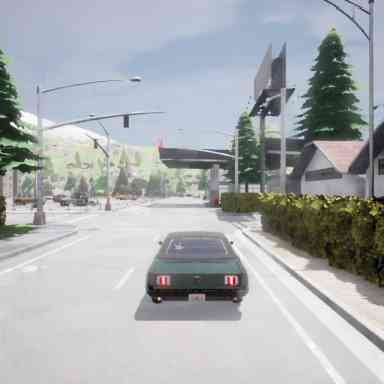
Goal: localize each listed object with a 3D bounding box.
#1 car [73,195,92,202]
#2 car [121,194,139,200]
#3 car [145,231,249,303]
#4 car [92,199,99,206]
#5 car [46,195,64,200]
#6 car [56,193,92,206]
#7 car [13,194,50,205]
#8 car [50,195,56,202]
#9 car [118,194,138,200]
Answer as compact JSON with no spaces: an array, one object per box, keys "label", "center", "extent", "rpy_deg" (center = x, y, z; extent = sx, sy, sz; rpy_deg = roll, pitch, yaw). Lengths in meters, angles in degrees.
[{"label":"car","center":[-23.999,1.320,73.041],"extent":[3.633,1.501,1.845],"rpy_deg":[0,0,0]},{"label":"car","center":[-16.457,1.340,88.064],"extent":[4.514,1.523,2.007],"rpy_deg":[0,0,0]},{"label":"car","center":[0.099,1.601,8.155],"extent":[1.895,1.301,4.718],"rpy_deg":[0,0,0]},{"label":"car","center":[-16.154,1.361,50.671],"extent":[3.806,1.475,1.970],"rpy_deg":[0,0,0]},{"label":"car","center":[-35.054,1.384,84.975],"extent":[3.806,1.475,1.970],"rpy_deg":[0,0,0]},{"label":"car","center":[-16.747,1.077,47.343],"extent":[3.866,1.878,1.905],"rpy_deg":[0,0,0]},{"label":"car","center":[-24.633,1.097,50.588],"extent":[4.605,1.855,1.932],"rpy_deg":[0,0,0]},{"label":"car","center":[-23.988,1.298,63.048],"extent":[4.514,1.523,2.007],"rpy_deg":[0,0,0]},{"label":"car","center":[-16.388,1.330,84.927],"extent":[5.027,1.636,2.152],"rpy_deg":[0,0,0]}]
